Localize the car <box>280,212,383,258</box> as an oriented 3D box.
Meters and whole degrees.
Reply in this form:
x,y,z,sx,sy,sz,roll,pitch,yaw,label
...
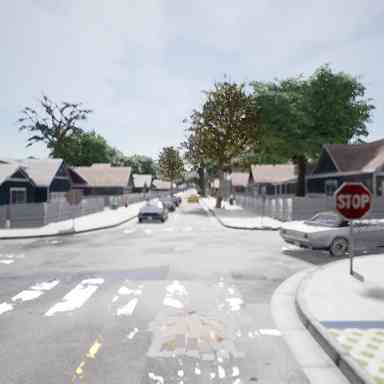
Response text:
x,y,z,sx,sy,sz,roll,pitch,yaw,label
5.546,1.323,11.385,4.718,1.301,1.895,-2,0,-16,car

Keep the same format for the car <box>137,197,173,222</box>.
x,y,z,sx,sy,sz,roll,pitch,yaw,label
-2.788,1.367,24.797,2.033,1.411,5.357,0,0,0,car

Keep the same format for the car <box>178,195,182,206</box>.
x,y,z,sx,sy,sz,roll,pitch,yaw,label
-2.728,1.274,44.894,1.895,1.301,4.718,0,0,0,car

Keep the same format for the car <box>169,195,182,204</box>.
x,y,z,sx,sy,sz,roll,pitch,yaw,label
-2.661,1.204,55.127,1.895,1.301,4.718,0,0,1,car

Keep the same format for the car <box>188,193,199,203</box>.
x,y,z,sx,sy,sz,roll,pitch,yaw,label
0.240,1.065,57.366,1.882,1.535,5.008,0,0,0,car

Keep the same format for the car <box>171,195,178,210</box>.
x,y,z,sx,sy,sz,roll,pitch,yaw,label
-2.759,1.272,34.823,1.812,1.442,4.674,0,0,1,car

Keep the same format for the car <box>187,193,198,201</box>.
x,y,z,sx,sy,sz,roll,pitch,yaw,label
0.168,1.014,67.325,2.128,1.511,4.902,0,0,0,car
